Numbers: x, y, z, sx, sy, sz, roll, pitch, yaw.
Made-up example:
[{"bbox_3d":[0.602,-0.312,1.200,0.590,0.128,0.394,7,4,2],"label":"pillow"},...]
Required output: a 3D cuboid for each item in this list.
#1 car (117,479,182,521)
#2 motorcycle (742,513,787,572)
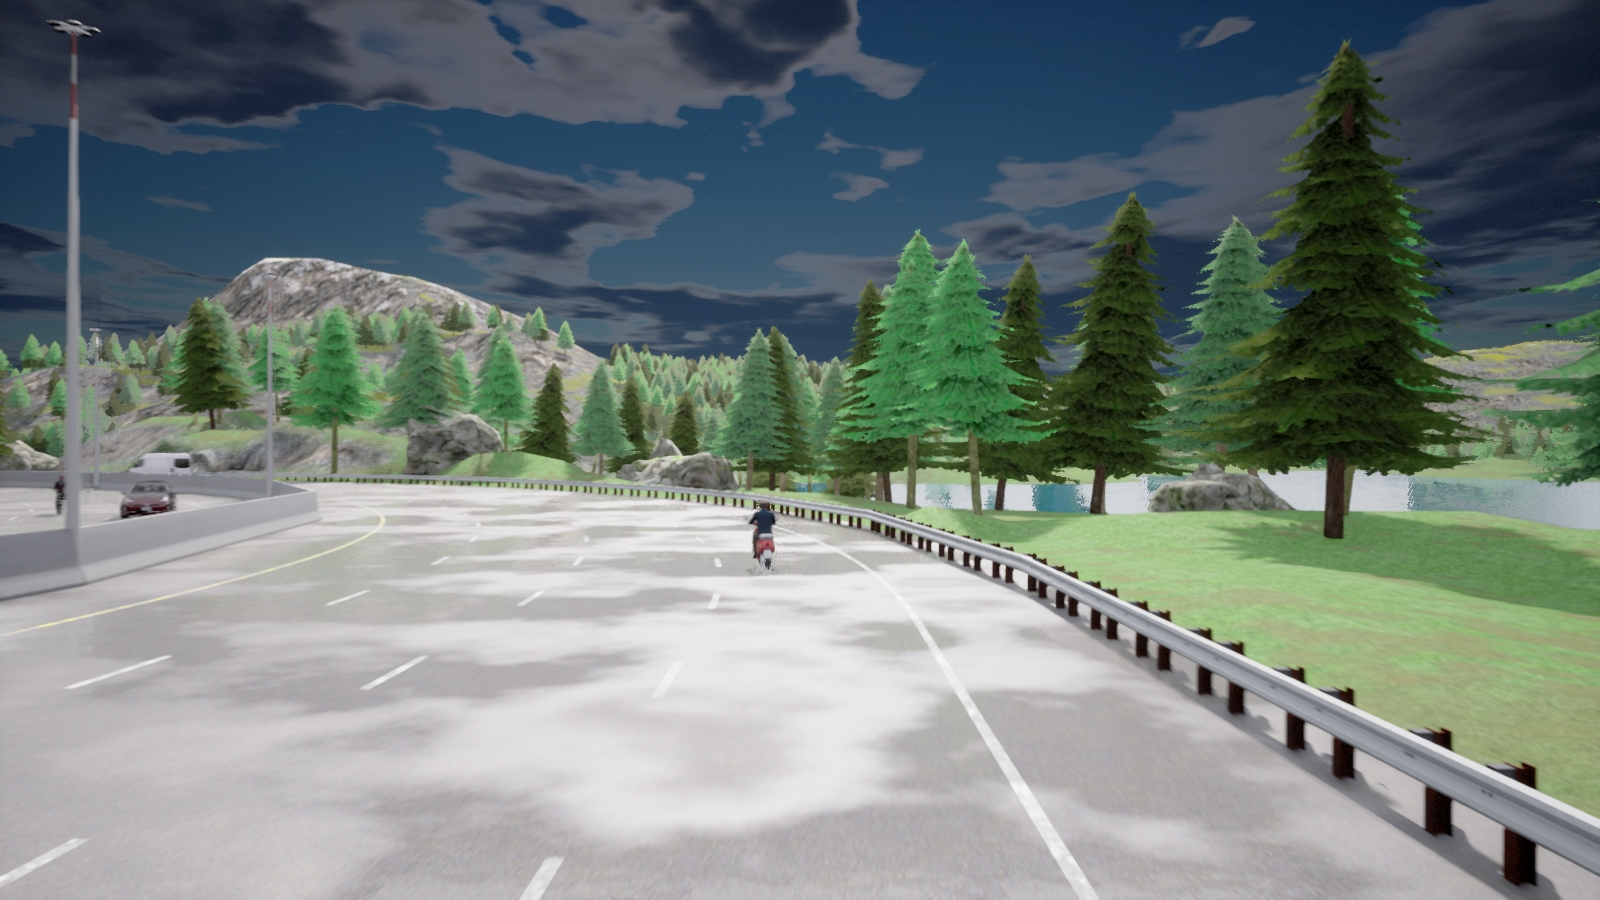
[{"bbox_3d":[-27.240,2.058,47.968,2.007,1.525,4.514,0,0,-25],"label":"car"},{"bbox_3d":[-0.869,2.201,27.462,0.856,1.236,1.805,-1,0,-9],"label":"motorcycle"}]
